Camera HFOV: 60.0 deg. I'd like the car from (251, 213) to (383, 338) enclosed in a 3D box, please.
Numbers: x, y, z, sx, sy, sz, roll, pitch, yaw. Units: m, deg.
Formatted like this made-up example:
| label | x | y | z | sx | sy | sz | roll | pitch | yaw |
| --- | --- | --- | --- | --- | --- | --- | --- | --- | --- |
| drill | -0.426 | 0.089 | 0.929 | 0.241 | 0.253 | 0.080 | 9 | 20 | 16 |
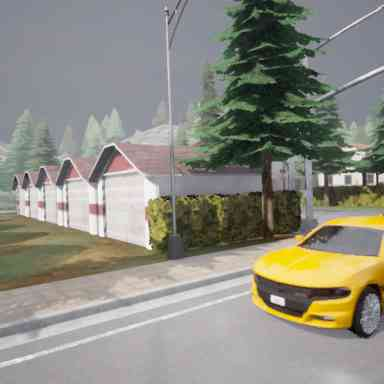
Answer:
| label | x | y | z | sx | sy | sz | roll | pitch | yaw |
| --- | --- | --- | --- | --- | --- | --- | --- | --- | --- |
| car | 3.286 | 1.241 | 6.382 | 5.008 | 1.535 | 1.882 | -3 | 1 | -36 |
